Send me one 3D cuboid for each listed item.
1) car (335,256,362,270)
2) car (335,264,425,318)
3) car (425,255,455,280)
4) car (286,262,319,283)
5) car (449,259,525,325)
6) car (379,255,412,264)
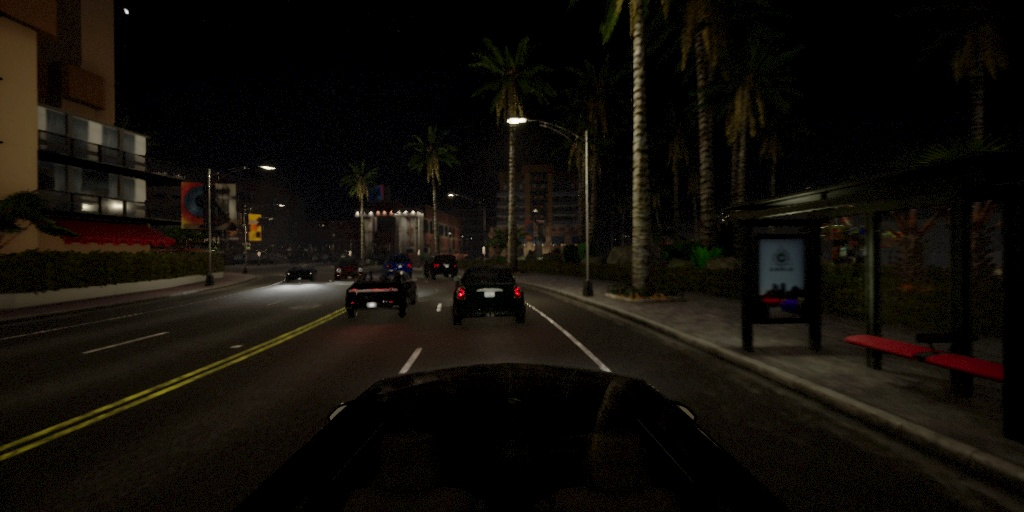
[{"bbox_3d":[-13.701,1.119,30.199,2.097,1.767,4.553,-1,0,-25],"label":"car"},{"bbox_3d":[-4.585,1.242,13.104,2.128,1.511,4.902,0,0,-9],"label":"car"},{"bbox_3d":[-6.266,0.934,31.341,2.150,2.045,5.566,0,0,-23],"label":"car"},{"bbox_3d":[-16.801,1.393,28.824,1.895,1.301,4.718,0,0,-25],"label":"car"},{"bbox_3d":[-0.903,1.080,12.076,2.097,1.767,4.553,-1,0,-8],"label":"car"},{"bbox_3d":[-10.122,0.960,31.485,2.150,2.045,5.566,0,0,-24],"label":"car"}]
